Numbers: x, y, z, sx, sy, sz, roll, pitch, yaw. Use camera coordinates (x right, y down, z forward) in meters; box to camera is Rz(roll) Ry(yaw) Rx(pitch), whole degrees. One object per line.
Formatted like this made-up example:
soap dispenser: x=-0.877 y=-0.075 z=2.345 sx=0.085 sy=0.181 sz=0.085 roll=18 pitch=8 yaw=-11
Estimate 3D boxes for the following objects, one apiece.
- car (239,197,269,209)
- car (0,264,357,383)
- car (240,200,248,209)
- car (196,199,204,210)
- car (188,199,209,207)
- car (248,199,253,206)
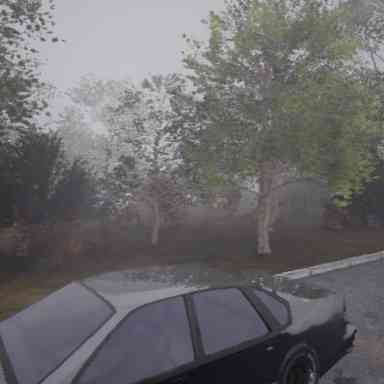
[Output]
car: x=11.730 y=2.016 z=63.165 sx=2.435 sy=2.045 sz=5.566 roll=-1 pitch=0 yaw=-36
car: x=-0.500 y=1.549 z=3.328 sx=5.357 sy=1.411 sz=2.033 roll=0 pitch=0 yaw=-35
car: x=7.214 y=2.327 z=59.938 sx=2.163 sy=1.488 sz=4.792 roll=0 pitch=0 yaw=-36
car: x=0.414 y=2.319 z=55.122 sx=2.097 sy=1.535 sz=5.008 roll=0 pitch=0 yaw=-36
car: x=1.350 y=2.288 z=71.852 sx=2.231 sy=1.521 sz=4.892 roll=0 pitch=0 yaw=-36
car: x=9.437 y=2.032 z=61.597 sx=2.435 sy=2.045 sz=5.566 roll=0 pitch=0 yaw=-36
